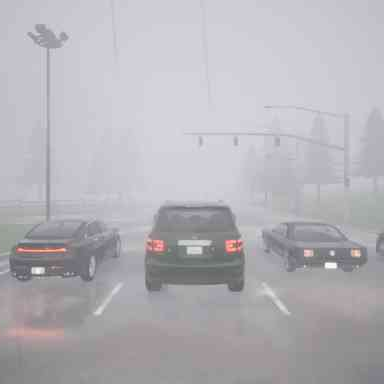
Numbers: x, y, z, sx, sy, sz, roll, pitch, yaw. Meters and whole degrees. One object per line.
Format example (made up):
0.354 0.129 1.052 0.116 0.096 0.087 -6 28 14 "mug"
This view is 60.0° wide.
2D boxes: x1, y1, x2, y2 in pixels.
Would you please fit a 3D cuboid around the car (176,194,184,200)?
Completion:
-3.452 1.372 93.454 2.033 1.411 5.357 0 0 0 "car"

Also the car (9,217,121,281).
-3.422 1.505 9.844 1.837 1.490 4.892 0 0 0 "car"

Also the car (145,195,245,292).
0.074 1.221 9.095 2.150 2.045 5.566 0 0 0 "car"

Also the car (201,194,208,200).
3.548 1.310 93.451 1.882 1.535 5.008 0 0 0 "car"

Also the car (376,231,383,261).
7.076 1.492 9.213 2.128 1.511 4.902 0 0 0 "car"

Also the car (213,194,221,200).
7.048 1.385 93.449 1.994 1.385 4.181 0 0 0 "car"

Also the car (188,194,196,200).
0.048 1.357 93.453 2.128 1.511 4.902 0 0 0 "car"

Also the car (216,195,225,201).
7.043 1.544 83.412 1.994 1.385 4.181 0 0 0 "car"

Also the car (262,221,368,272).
3.585 1.601 10.760 1.895 1.301 4.718 0 0 0 "car"
